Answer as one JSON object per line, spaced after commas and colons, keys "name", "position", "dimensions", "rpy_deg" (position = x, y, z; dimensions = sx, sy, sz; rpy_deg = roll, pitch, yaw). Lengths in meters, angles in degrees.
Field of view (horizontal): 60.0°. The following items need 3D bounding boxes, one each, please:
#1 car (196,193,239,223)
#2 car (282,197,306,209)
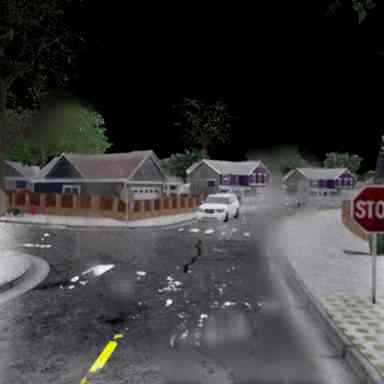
{"name": "car", "position": [2.098, 1.187, 25.358], "dimensions": [2.150, 2.045, 5.566], "rpy_deg": [0, 2, 20]}
{"name": "car", "position": [14.006, 1.484, 45.606], "dimensions": [2.128, 1.511, 4.902], "rpy_deg": [0, 0, 39]}
